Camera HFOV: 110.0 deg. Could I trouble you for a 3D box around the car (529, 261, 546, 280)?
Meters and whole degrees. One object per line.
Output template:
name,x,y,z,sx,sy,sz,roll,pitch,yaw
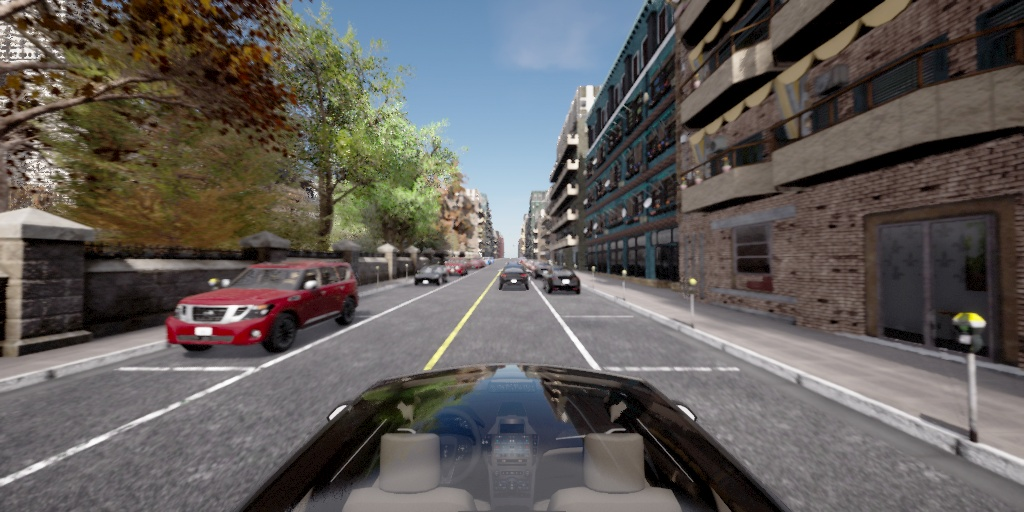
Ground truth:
car,2.714,1.329,31.199,1.948,1.339,4.313,0,0,0

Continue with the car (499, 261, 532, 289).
car,0.117,1.285,23.102,1.812,1.442,4.674,0,0,0

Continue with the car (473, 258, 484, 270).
car,-5.649,1.319,53.300,1.888,1.381,4.507,0,0,0

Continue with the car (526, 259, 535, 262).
car,2.719,1.206,36.722,1.967,1.591,4.097,0,0,0

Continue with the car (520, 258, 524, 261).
car,0.133,1.334,45.620,1.994,1.385,4.181,0,0,0

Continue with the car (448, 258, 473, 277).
car,-5.662,1.081,36.729,2.192,1.841,5.009,0,0,0

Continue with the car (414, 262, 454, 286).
car,-5.671,1.327,25.682,1.948,1.339,4.313,0,0,0

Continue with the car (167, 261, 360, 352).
car,-5.684,1.068,9.112,2.192,1.841,5.009,0,0,0

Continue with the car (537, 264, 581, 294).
car,2.705,1.324,20.151,1.948,1.339,4.313,0,0,0

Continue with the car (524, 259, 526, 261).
car,2.723,1.314,42.245,1.888,1.381,4.507,0,0,0

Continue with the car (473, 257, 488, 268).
car,-5.645,1.091,58.822,2.192,1.841,5.009,0,0,0

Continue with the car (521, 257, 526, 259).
car,2.732,1.214,53.293,1.967,1.591,4.097,0,0,0
